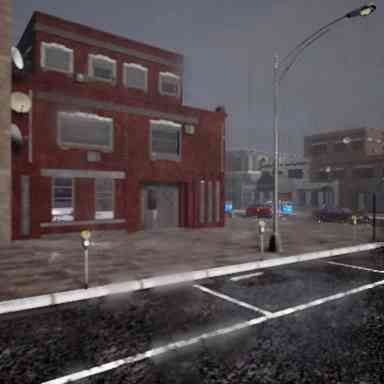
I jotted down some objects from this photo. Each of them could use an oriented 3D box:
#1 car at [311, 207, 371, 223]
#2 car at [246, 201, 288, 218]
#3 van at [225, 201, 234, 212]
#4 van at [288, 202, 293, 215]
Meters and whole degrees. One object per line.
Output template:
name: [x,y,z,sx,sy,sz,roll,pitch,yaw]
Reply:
car: [14.298,2.202,32.330,2.033,1.411,5.357,0,-1,-36]
car: [8.668,2.141,39.938,2.097,1.767,4.553,0,-1,-36]
van: [5.032,2.353,54.559,1.690,1.788,3.998,-1,0,-37]
van: [11.766,2.191,45.462,1.690,1.788,3.998,-1,0,-37]
